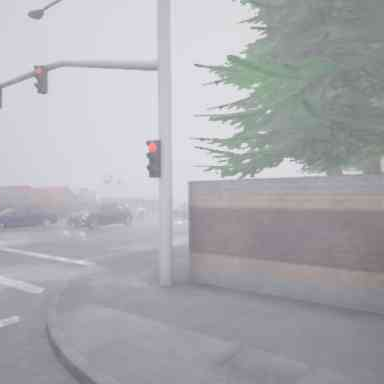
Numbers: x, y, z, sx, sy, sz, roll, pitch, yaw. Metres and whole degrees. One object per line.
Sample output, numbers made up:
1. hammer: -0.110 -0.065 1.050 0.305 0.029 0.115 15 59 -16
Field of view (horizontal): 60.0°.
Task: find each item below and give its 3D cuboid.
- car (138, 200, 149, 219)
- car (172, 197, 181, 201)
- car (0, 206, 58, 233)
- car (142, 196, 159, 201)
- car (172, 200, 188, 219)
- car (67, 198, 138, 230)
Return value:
1. car: -5.989 1.761 29.459 1.812 1.442 4.674 -1 -1 35
2. car: -4.341 1.977 69.591 3.806 1.475 1.970 -1 -1 35
3. car: -11.369 1.711 21.824 1.882 1.535 5.008 -1 -1 35
4. car: -7.539 1.734 65.021 4.605 1.855 1.932 -1 -1 35
5. car: -0.139 1.737 31.728 2.033 1.411 5.357 -1 -1 35
6. car: -6.293 1.540 22.956 2.097 1.767 4.553 -1 -1 35
